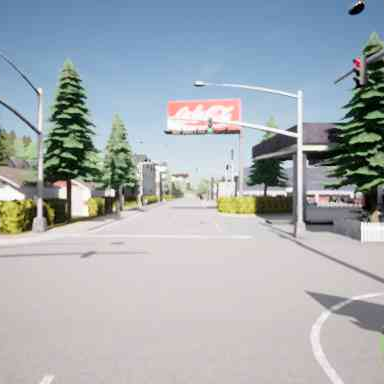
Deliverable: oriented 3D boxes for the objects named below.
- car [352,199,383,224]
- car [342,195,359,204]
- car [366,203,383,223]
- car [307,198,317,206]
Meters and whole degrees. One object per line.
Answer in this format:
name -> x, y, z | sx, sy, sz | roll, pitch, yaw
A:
car -> 14.341, 1.666, 24.474 | 3.866, 1.878, 1.905 | 0, 0, 0
car -> 34.826, 1.960, 71.354 | 2.007, 1.523, 4.514 | 0, 0, 0
car -> 18.661, 1.871, 30.147 | 4.611, 1.667, 2.242 | 0, 0, 0
car -> 22.431, 1.972, 63.549 | 1.970, 1.475, 3.806 | 0, 0, 0
